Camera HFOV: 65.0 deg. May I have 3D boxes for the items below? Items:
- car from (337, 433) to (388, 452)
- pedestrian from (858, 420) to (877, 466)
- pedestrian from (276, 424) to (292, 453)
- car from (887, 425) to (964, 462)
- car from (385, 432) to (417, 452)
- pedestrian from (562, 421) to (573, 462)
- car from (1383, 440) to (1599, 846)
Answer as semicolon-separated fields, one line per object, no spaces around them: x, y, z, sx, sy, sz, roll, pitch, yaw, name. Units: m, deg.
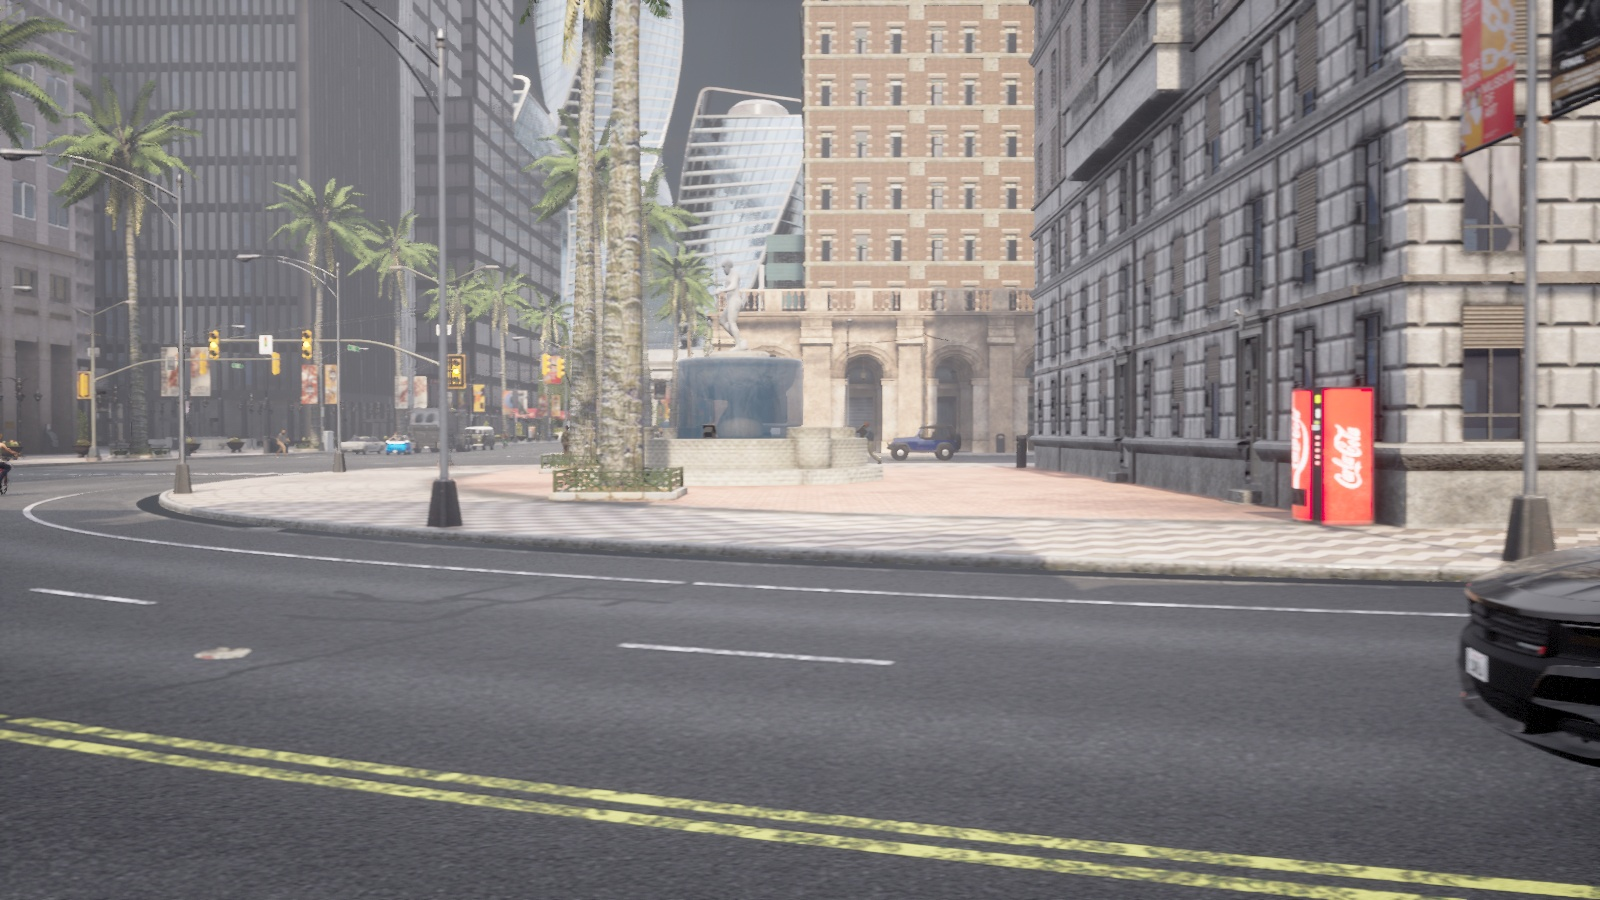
-30.871;-0.558;88.727;1.895;1.301;4.718;0;1;1;car
2.745;-0.287;50.878;0.726;1.835;0.370;0;1;7;pedestrian
-32.744;-0.721;79.688;0.694;1.848;0.540;0;1;15;pedestrian
6.503;-0.356;65.409;3.866;1.878;1.905;0;1;2;car
-27.425;-0.553;86.361;1.481;1.376;2.207;0;1;1;car
-11.029;-0.391;59.600;0.395;1.930;0.692;0;1;0;pedestrian
5.385;0.745;5.274;5.008;1.535;1.882;0;1;11;car
